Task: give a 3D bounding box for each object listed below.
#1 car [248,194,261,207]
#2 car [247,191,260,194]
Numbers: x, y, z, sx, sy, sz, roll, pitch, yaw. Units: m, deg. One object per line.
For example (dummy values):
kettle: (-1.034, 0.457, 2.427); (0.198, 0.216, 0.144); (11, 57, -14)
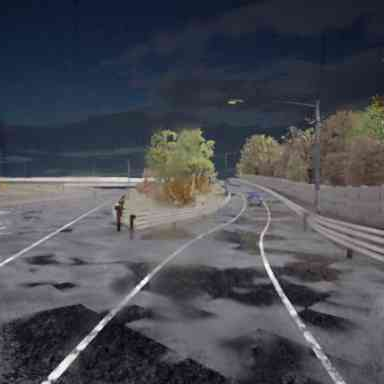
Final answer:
car: (10.462, 1.623, 55.013); (2.128, 1.511, 4.902); (0, 2, 9)
car: (12.050, 0.831, 64.969); (2.150, 2.045, 5.566); (0, 4, 8)
